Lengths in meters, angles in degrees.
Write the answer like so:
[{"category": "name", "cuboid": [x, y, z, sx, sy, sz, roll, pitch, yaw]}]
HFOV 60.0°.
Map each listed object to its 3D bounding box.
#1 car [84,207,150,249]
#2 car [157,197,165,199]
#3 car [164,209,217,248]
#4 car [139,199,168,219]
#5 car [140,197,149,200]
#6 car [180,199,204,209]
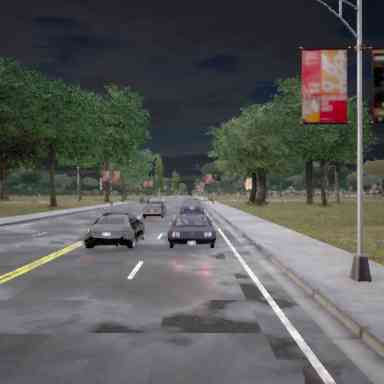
[{"category": "car", "cuboid": [-3.250, 1.580, 14.651, 1.994, 1.385, 4.181, 0, 0, 0]}, {"category": "car", "cuboid": [-6.500, 1.777, 68.623, 1.895, 1.301, 4.718, 0, 0, 0]}, {"category": "car", "cuboid": [0.000, 1.624, 14.680, 1.895, 1.301, 4.718, 0, 0, 0]}, {"category": "car", "cuboid": [-3.250, 1.587, 29.652, 2.033, 1.411, 5.357, 0, 0, 0]}, {"category": "car", "cuboid": [-9.750, 1.722, 68.653, 1.994, 1.385, 4.181, 0, 0, 0]}, {"category": "car", "cuboid": [0.000, 1.390, 29.622, 2.097, 1.767, 4.553, 0, 0, 0]}]
